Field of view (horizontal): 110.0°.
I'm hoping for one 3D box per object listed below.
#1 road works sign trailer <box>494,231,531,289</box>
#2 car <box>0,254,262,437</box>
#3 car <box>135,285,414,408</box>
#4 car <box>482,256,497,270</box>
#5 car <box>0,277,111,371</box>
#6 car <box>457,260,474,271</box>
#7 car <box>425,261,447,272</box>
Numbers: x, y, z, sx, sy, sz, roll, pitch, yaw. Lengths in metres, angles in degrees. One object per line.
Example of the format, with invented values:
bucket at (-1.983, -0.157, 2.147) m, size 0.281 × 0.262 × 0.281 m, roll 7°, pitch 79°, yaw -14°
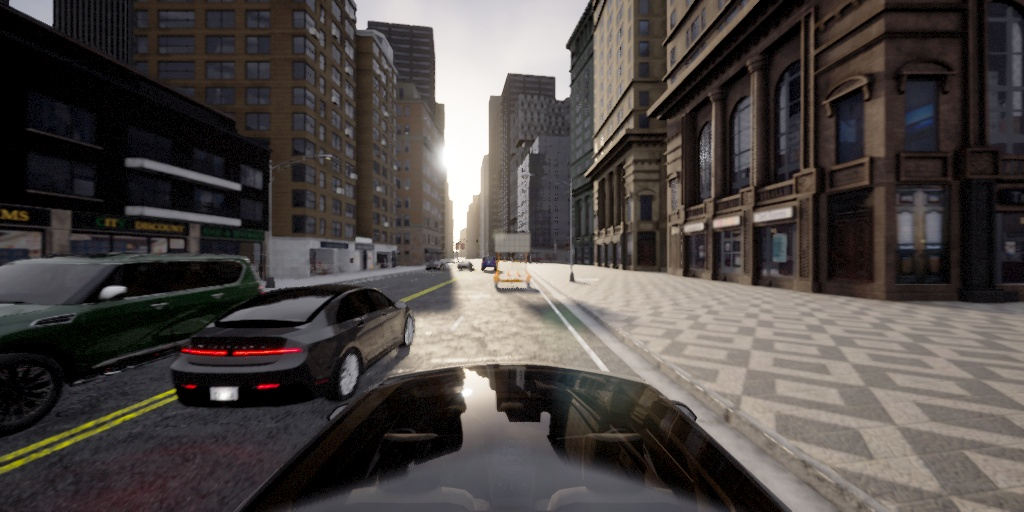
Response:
road works sign trailer at (0.018, 0.216, 23.157) m, size 2.380 × 3.560 × 2.880 m, roll 0°, pitch 0°, yaw 0°
car at (-6.601, 0.972, 5.768) m, size 2.150 × 2.045 × 5.566 m, roll 0°, pitch 0°, yaw 0°
car at (-3.149, 1.255, 6.343) m, size 1.837 × 1.490 × 4.892 m, roll 0°, pitch 0°, yaw 0°
car at (-3.142, 0.978, 51.710) m, size 2.150 × 2.045 × 5.566 m, roll 0°, pitch 0°, yaw 0°
car at (-9.848, 1.228, 5.469) m, size 1.882 × 1.535 × 5.008 m, roll 0°, pitch 0°, yaw 0°
car at (-6.554, 1.320, 50.687) m, size 1.994 × 1.385 × 4.181 m, roll 0°, pitch 0°, yaw 0°
car at (-9.823, 1.303, 46.794) m, size 2.033 × 1.411 × 5.357 m, roll 0°, pitch 0°, yaw 0°
